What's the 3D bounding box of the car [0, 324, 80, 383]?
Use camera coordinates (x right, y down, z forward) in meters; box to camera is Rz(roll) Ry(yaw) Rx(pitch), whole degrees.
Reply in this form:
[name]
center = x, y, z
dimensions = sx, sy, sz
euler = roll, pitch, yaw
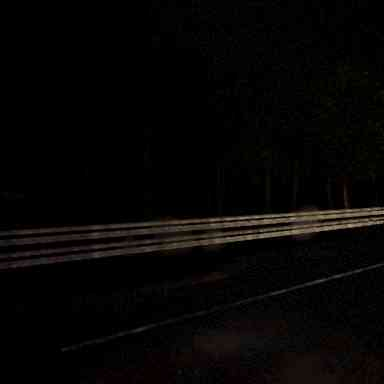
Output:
[car]
center = -2.960, 1.606, 1.634
dimensions = 4.718, 1.301, 1.895
euler = 0, 0, -36
